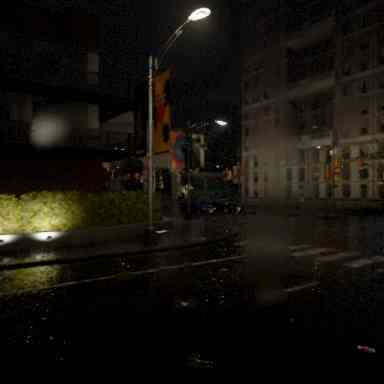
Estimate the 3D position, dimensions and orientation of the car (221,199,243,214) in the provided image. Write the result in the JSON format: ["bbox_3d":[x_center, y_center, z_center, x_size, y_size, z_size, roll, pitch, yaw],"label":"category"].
[{"bbox_3d":[3.262,1.483,34.992,2.128,1.511,4.902,0,0,-35],"label":"car"}]

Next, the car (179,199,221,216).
[{"bbox_3d":[0.470,1.519,32.877,1.812,1.442,4.674,0,0,-35],"label":"car"}]
